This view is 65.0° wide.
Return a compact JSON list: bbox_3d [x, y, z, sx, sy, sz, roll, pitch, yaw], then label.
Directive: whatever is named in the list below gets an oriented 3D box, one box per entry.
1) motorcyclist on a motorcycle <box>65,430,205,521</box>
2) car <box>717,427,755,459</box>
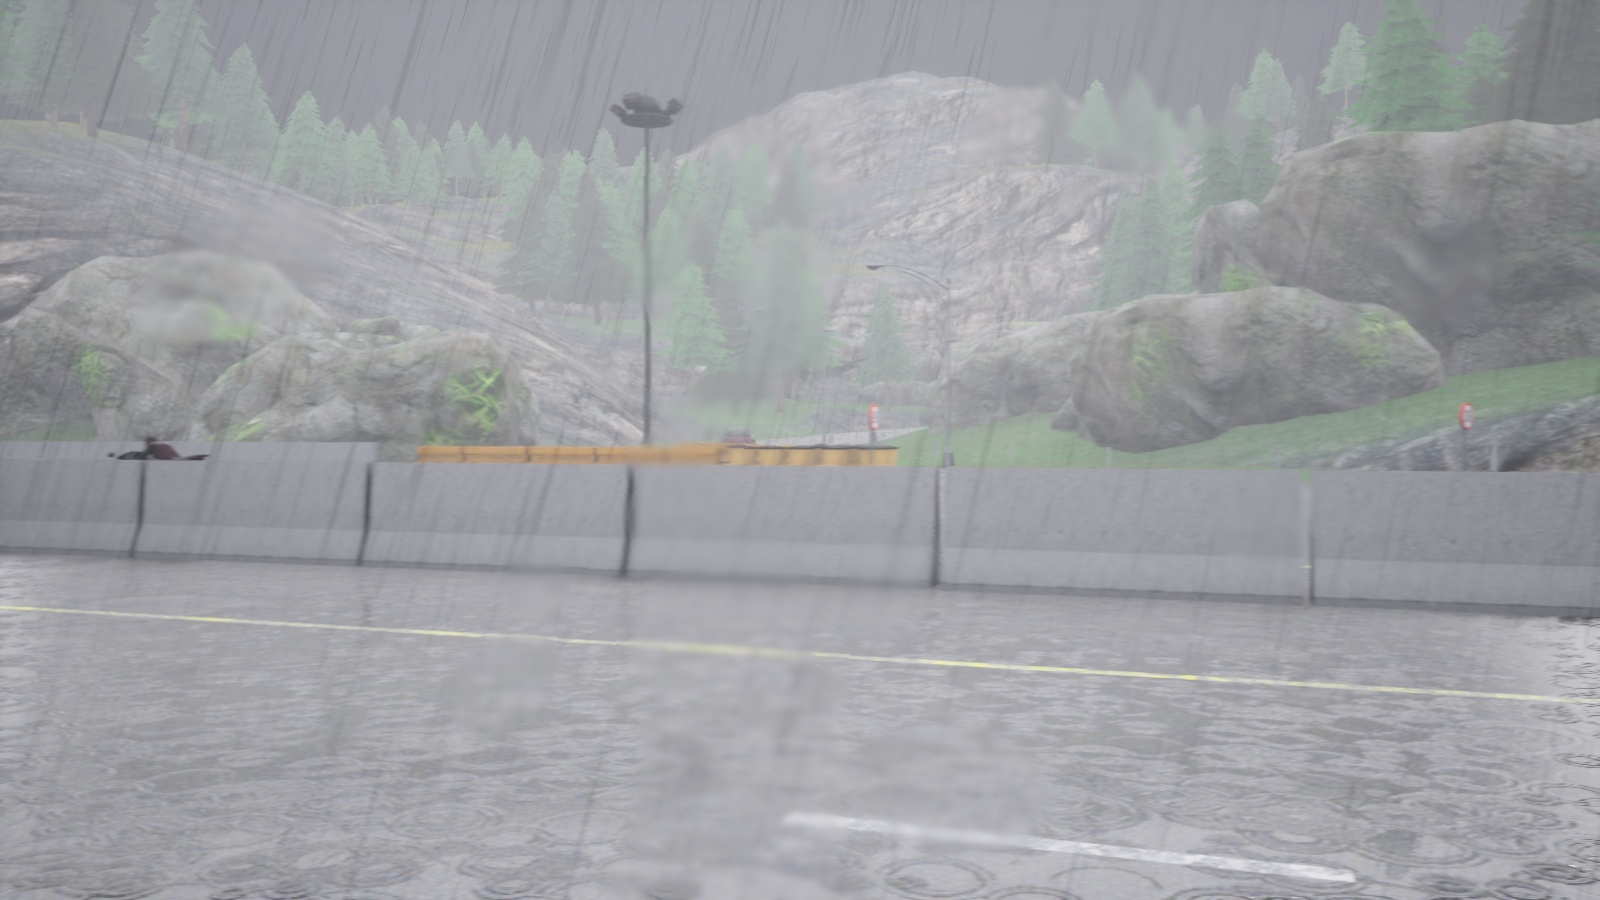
[{"bbox_3d":[-11.572,0.417,21.857,2.191,1.530,0.866,0,1,19],"label":"motorcyclist on a motorcycle"},{"bbox_3d":[-3.308,-0.382,64.237,1.816,1.474,4.193,0,2,-5],"label":"car"}]
